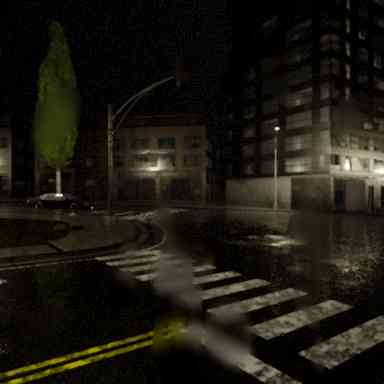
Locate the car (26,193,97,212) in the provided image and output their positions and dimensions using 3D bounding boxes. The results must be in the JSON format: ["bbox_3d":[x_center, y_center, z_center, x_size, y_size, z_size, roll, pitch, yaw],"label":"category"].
[{"bbox_3d":[-10.375,0.777,26.427,5.357,1.411,2.033,1,0,11],"label":"car"}]
